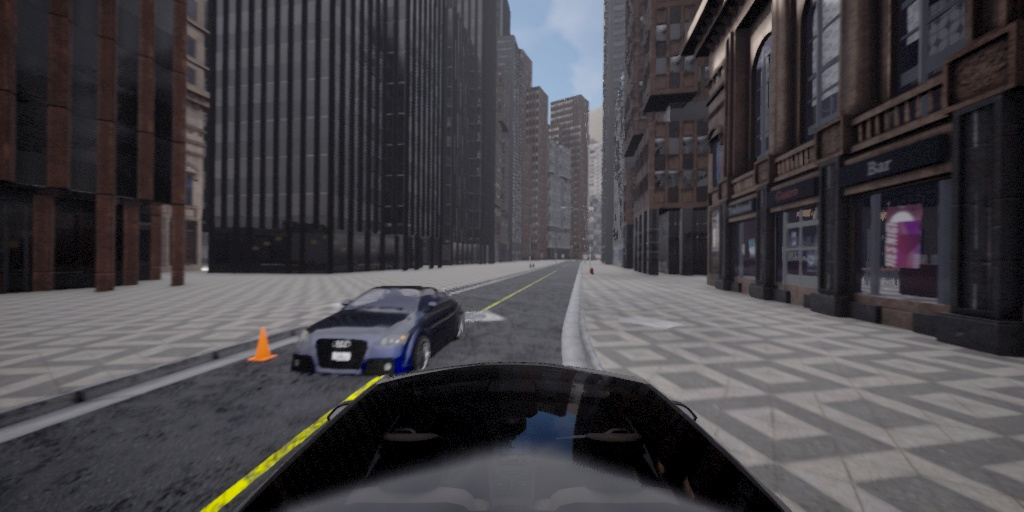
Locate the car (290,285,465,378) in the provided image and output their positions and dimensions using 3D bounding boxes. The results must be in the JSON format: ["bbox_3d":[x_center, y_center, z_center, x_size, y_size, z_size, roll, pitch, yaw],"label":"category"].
[{"bbox_3d":[-2.310,1.296,7.266,1.994,1.385,4.181,1,0,6],"label":"car"}]

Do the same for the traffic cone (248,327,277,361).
[{"bbox_3d":[-4.773,1.660,6.870,0.340,0.580,0.340,0,0,6],"label":"traffic cone"}]
